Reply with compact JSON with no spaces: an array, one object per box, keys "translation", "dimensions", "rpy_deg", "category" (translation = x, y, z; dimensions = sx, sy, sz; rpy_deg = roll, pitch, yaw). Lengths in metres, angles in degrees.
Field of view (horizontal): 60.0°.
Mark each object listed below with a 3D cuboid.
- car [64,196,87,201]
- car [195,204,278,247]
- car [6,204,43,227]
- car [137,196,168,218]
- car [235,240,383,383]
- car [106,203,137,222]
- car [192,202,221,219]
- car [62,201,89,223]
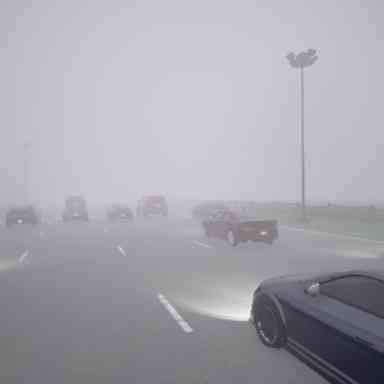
[{"translation":[-13.025,1.453,37.157],"dimensions":[2.150,2.045,5.566],"rpy_deg":[0,0,-19],"category":"car"},{"translation":[2.032,1.531,15.589],"dimensions":[1.882,1.535,5.008],"rpy_deg":[0,-1,-19],"category":"car"},{"translation":[-12.168,1.677,24.247],"dimensions":[1.837,1.490,4.892],"rpy_deg":[0,0,-19],"category":"car"},{"translation":[-3.967,1.382,32.549],"dimensions":[2.150,2.045,5.566],"rpy_deg":[0,0,-19],"category":"car"},{"translation":[2.419,1.566,3.989],"dimensions":[1.994,1.385,4.181],"rpy_deg":[0,0,-19],"category":"car"},{"translation":[-6.261,1.681,28.532],"dimensions":[1.812,1.442,4.674],"rpy_deg":[0,0,-19],"category":"car"},{"translation":[1.449,1.599,27.731],"dimensions":[2.128,1.511,4.902],"rpy_deg":[0,0,-19],"category":"car"},{"translation":[-9.729,1.737,27.828],"dimensions":[1.994,1.385,4.181],"rpy_deg":[0,0,-19],"category":"car"}]
